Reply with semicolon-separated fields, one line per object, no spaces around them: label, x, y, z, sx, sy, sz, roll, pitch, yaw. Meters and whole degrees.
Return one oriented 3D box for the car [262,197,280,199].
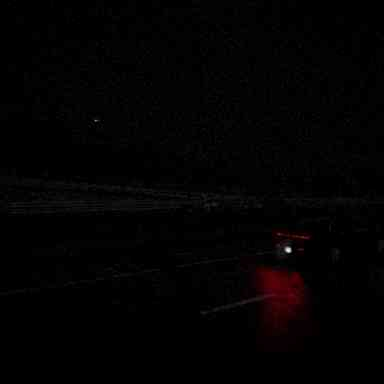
car;6.758;1.348;30.310;4.553;1.767;2.097;0;0;-35

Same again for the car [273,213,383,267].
car;4.901;1.505;11.543;4.892;1.490;1.837;0;0;-35

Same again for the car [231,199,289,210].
car;5.457;1.524;25.083;4.674;1.442;1.812;0;0;-35

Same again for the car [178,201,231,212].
car;1.281;1.546;30.704;5.357;1.411;2.033;0;0;-36
